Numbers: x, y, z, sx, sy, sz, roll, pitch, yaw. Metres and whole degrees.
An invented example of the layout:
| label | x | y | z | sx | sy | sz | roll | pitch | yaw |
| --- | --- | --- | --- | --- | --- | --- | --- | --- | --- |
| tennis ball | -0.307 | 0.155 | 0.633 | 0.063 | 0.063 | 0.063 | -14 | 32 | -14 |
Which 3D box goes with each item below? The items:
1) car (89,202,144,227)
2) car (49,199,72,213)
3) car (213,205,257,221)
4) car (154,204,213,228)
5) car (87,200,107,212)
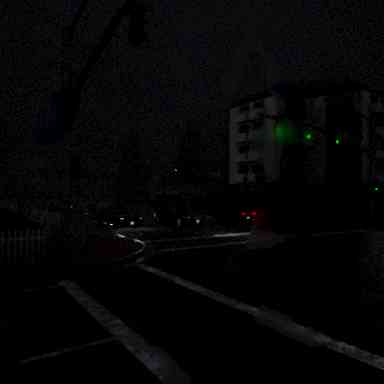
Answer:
| label | x | y | z | sx | sy | sz | roll | pitch | yaw |
| --- | --- | --- | --- | --- | --- | --- | --- | --- | --- |
| car | -5.412 | 1.670 | 24.123 | 2.033 | 1.411 | 5.357 | 1 | -1 | -34 |
| car | -15.492 | 1.636 | 39.124 | 1.837 | 1.490 | 4.892 | 1 | -1 | -34 |
| car | 3.506 | 1.861 | 29.854 | 1.895 | 1.301 | 4.718 | 1 | -1 | -34 |
| car | -0.987 | 1.659 | 23.832 | 2.128 | 1.511 | 4.902 | 1 | -1 | -34 |
| car | -10.410 | 1.666 | 37.806 | 2.128 | 1.511 | 4.902 | 1 | -1 | -34 |
